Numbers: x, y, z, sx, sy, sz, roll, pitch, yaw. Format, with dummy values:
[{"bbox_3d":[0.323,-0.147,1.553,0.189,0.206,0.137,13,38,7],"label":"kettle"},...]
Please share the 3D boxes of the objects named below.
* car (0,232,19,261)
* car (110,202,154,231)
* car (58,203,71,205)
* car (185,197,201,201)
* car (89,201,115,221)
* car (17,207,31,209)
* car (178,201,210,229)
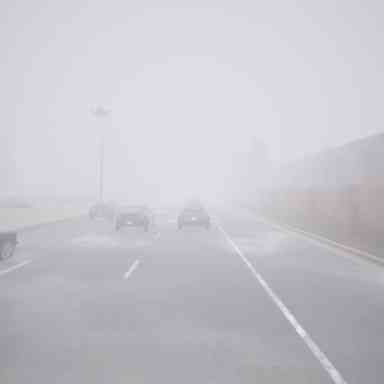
[{"bbox_3d":[-6.897,1.585,9.319,1.895,1.301,4.718,0,0,0],"label":"car"},{"bbox_3d":[-3.404,1.492,20.236,1.812,1.442,4.674,0,0,0],"label":"car"},{"bbox_3d":[-20.983,1.473,55.798,1.994,1.385,4.181,0,0,0],"label":"car"},{"bbox_3d":[0.114,1.436,41.526,1.837,1.490,4.892,0,0,0],"label":"car"},{"bbox_3d":[-6.891,1.446,27.040,2.128,1.511,4.902,0,0,0],"label":"car"},{"bbox_3d":[-14.089,1.481,26.268,1.812,1.442,4.674,0,0,0],"label":"car"},{"bbox_3d":[0.107,1.528,21.530,1.994,1.385,4.181,0,0,0],"label":"car"}]
